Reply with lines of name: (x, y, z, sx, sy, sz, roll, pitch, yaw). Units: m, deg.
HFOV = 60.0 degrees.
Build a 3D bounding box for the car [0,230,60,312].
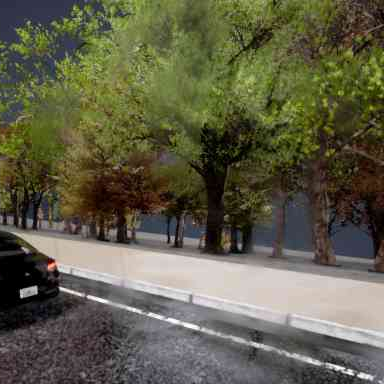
car: (-4.638, 1.524, 6.952, 4.674, 1.442, 1.812, 0, 0, 35)
